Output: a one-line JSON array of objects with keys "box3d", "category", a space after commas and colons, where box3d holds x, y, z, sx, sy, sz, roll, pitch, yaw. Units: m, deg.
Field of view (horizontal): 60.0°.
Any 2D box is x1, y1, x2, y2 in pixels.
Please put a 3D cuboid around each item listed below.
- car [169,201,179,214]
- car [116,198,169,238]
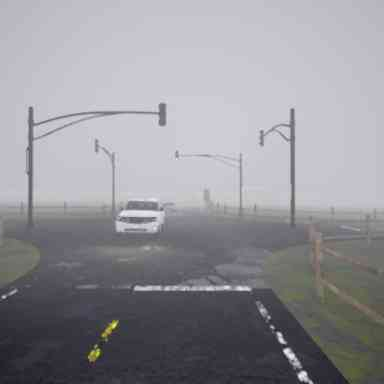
[{"box3d": [-2.733, 1.895, 40.709, 1.812, 1.442, 4.674, 0, 1, 0], "category": "car"}, {"box3d": [-2.728, 1.362, 18.891, 2.150, 2.045, 5.566, 1, 0, 0], "category": "car"}]
